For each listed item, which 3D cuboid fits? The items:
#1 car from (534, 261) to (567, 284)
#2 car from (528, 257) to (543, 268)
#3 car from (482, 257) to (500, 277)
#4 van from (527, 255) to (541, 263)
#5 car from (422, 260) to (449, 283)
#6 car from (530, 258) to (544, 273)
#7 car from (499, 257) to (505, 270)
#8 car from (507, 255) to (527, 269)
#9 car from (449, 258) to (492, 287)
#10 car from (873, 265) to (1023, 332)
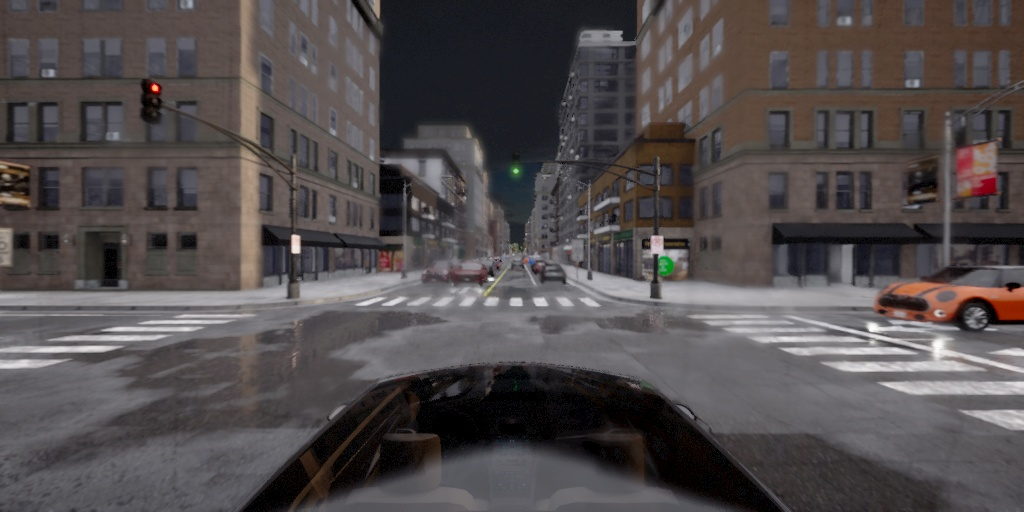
[{"bbox_3d":[2.865,1.219,25.728,1.948,1.339,4.313,0,0,1],"label":"car"},{"bbox_3d":[3.184,1.144,42.258,1.948,1.339,4.313,0,0,1],"label":"car"},{"bbox_3d":[-2.467,1.108,33.598,1.837,1.490,4.892,0,0,1],"label":"car"},{"bbox_3d":[3.291,0.896,47.767,1.690,1.789,3.998,0,0,1],"label":"van"},{"bbox_3d":[-5.159,1.072,25.884,1.967,1.591,4.097,0,0,1],"label":"car"},{"bbox_3d":[3.078,1.184,36.749,1.802,1.307,4.207,0,0,1],"label":"car"},{"bbox_3d":[-2.261,1.159,43.736,1.895,1.301,4.718,0,0,1],"label":"car"},{"bbox_3d":[0.834,1.025,51.797,2.128,1.511,4.902,0,0,1],"label":"car"},{"bbox_3d":[-2.655,1.126,24.006,1.882,1.535,5.008,0,0,1],"label":"car"},{"bbox_3d":[13.134,1.045,10.049,4.553,1.767,2.097,0,0,1],"label":"car"}]
